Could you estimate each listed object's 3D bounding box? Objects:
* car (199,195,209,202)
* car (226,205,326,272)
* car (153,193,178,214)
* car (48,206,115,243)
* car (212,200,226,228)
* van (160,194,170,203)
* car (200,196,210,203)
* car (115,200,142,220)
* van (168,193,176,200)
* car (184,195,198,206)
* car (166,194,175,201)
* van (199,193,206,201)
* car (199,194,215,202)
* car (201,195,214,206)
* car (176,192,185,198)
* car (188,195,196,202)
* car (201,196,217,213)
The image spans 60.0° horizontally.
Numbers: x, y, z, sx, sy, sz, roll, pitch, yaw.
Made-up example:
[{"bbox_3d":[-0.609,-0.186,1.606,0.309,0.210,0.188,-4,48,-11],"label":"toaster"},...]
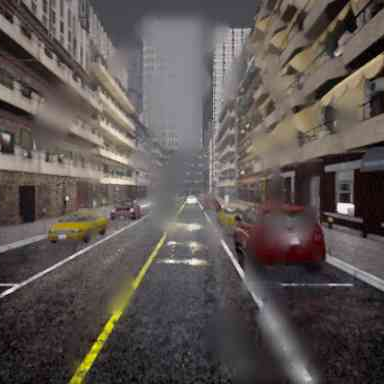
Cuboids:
[{"bbox_3d":[2.552,1.383,71.740,1.967,1.590,4.097,-1,0,0],"label":"car"},{"bbox_3d":[2.553,1.308,10.701,2.192,1.841,5.009,-1,0,0],"label":"car"},{"bbox_3d":[-2.845,1.326,35.246,2.097,1.767,4.553,0,0,0],"label":"car"},{"bbox_3d":[-5.325,1.514,16.059,1.752,1.417,4.829,-1,0,0],"label":"car"},{"bbox_3d":[2.555,1.510,21.969,1.752,1.417,4.829,-1,0,0],"label":"car"},{"bbox_3d":[-5.329,1.289,66.171,1.690,1.788,3.998,-1,0,0],"label":"van"},{"bbox_3d":[2.553,1.473,66.361,1.752,1.417,4.829,-1,0,0],"label":"car"},{"bbox_3d":[-5.326,1.421,27.327,1.967,1.590,4.097,-1,0,0],"label":"car"},{"bbox_3d":[-5.330,1.267,88.367,1.690,1.788,3.998,-1,0,0],"label":"van"},{"bbox_3d":[-0.002,1.483,55.344,1.812,1.442,4.674,0,0,0],"label":"car"},{"bbox_3d":[-5.329,1.372,82.818,1.967,1.590,4.097,-1,0,0],"label":"car"},{"bbox_3d":[2.550,1.273,82.838,1.690,1.788,3.998,-1,0,0],"label":"van"},{"bbox_3d":[2.552,1.278,49.543,2.192,1.841,5.009,-1,0,0],"label":"car"},{"bbox_3d":[2.553,1.398,55.093,1.967,1.590,4.097,-1,0,0],"label":"car"},{"bbox_3d":[-2.753,0.779,75.859,2.150,2.045,5.566,0,0,0],"label":"car"},{"bbox_3d":[-0.003,1.345,71.307,1.812,1.442,4.674,0,0,0],"label":"car"},{"bbox_3d":[2.225,1.499,37.139,1.812,1.442,4.674,0,0,0],"label":"car"}]
